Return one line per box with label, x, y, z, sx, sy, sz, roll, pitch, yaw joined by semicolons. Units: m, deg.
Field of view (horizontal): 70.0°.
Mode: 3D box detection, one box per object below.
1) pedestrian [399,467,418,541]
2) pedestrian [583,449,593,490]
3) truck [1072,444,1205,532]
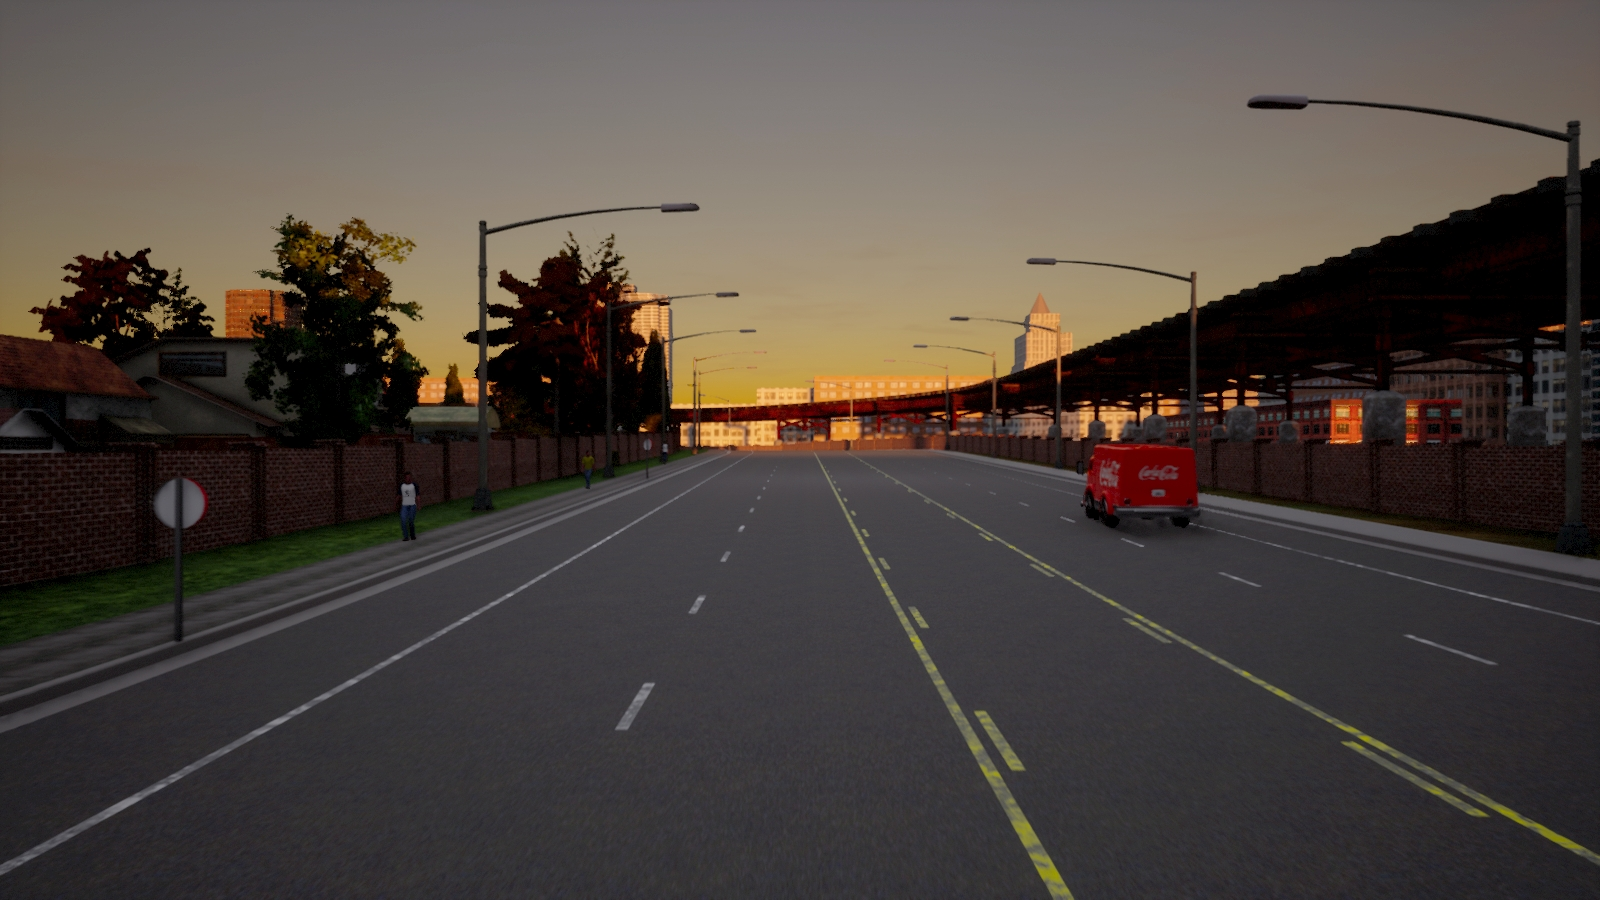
pedestrian;-9.906;1.364;28.930;0.375;1.860;0.375;0;0;-2
pedestrian;-9.636;0.863;51.949;0.375;1.860;0.375;0;0;-1
truck;10.503;1.085;35.996;2.627;2.467;5.204;0;1;0
